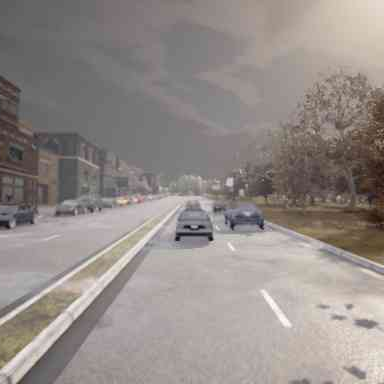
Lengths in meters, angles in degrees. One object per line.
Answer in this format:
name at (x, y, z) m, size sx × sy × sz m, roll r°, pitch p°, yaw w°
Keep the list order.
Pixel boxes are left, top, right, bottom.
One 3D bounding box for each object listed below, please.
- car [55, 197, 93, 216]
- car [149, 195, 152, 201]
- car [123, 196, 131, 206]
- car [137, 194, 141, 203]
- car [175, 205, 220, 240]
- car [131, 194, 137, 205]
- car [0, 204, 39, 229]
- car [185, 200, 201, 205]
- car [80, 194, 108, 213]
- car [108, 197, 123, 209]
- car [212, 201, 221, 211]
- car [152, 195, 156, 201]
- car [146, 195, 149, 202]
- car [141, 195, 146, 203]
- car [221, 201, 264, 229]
car at (-11.779, 1.510, 32.677) m, size 2.231 × 1.521 × 4.892 m, roll 0°, pitch 0°, yaw 0°
car at (-11.965, 1.656, 82.402) m, size 2.231 × 1.521 × 4.892 m, roll 0°, pitch 0°, yaw 0°
car at (-11.861, 1.570, 54.460) m, size 1.946 × 1.575 × 5.366 m, roll 0°, pitch 0°, yaw 0°
car at (-11.902, 1.603, 65.510) m, size 1.946 × 1.575 × 5.366 m, roll 0°, pitch 0°, yaw 0°
car at (0.104, 1.595, 17.139) m, size 2.033 × 1.411 × 5.357 m, roll 0°, pitch 0°, yaw 0°
car at (-11.882, 1.464, 60.202) m, size 2.185 × 1.767 × 4.553 m, roll 0°, pitch 0°, yaw 0°
car at (-11.742, 1.506, 21.589) m, size 2.163 × 1.488 × 4.792 m, roll 0°, pitch 0°, yaw 0°
car at (0.123, 1.656, 39.750) m, size 2.033 × 1.411 × 5.357 m, roll 0°, pitch 0°, yaw 0°
car at (-11.800, 1.274, 38.168) m, size 2.435 × 2.045 × 5.566 m, roll 0°, pitch 0°, yaw 0°
car at (-11.891, 1.554, 47.588) m, size 2.231 × 1.521 × 4.892 m, roll 0°, pitch 0°, yaw 1°
car at (3.373, 1.708, 38.822) m, size 1.895 × 1.301 × 4.718 m, roll 0°, pitch 0°, yaw 0°
car at (-12.007, 1.684, 93.260) m, size 1.946 × 1.575 × 5.366 m, roll 0°, pitch 0°, yaw 0°
car at (-11.947, 1.640, 76.876) m, size 2.231 × 1.521 × 4.892 m, roll 0°, pitch 0°, yaw 0°
car at (-11.924, 1.371, 71.193) m, size 2.435 × 2.045 × 5.566 m, roll 0°, pitch 0°, yaw 0°
car at (3.364, 1.413, 22.177) m, size 2.097 × 1.767 × 4.553 m, roll 0°, pitch 0°, yaw 0°
